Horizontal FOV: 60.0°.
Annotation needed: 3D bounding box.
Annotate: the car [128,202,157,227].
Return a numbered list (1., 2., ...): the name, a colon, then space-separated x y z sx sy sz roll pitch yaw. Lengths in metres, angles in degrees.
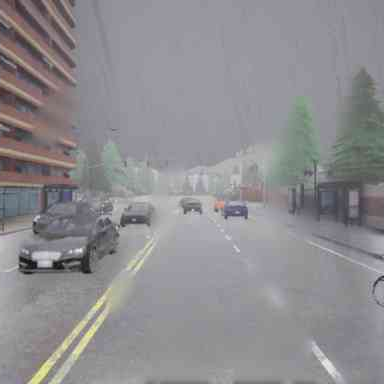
1. car: -3.563 1.475 23.001 1.882 1.535 5.008 0 0 0

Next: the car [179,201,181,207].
1. car: -0.682 1.528 47.607 2.033 1.411 5.357 0 0 -9

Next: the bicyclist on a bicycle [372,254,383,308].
1. bicyclist on a bicycle: 4.260 1.439 6.373 1.656 1.620 0.582 -2 0 0

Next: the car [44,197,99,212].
1. car: -7.076 1.350 18.791 2.097 1.767 4.553 0 0 0

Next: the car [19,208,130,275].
1. car: -3.584 1.491 10.556 2.128 1.511 4.902 0 0 0

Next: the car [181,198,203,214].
1. car: 0.092 1.501 34.654 1.837 1.490 4.892 0 0 0

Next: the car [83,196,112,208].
1. car: -6.982 0.968 23.406 2.097 1.767 4.553 0 0 0

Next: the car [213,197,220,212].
1. car: 3.607 1.348 38.062 2.097 1.767 4.553 0 0 0

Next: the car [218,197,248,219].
1. car: 3.618 1.475 28.842 1.882 1.535 5.008 0 0 0
